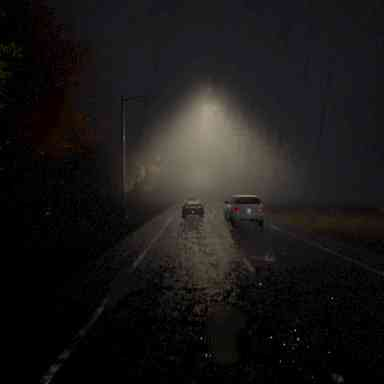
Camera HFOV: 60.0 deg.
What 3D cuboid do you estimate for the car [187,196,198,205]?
[{"bbox_3d":[0.068,1.542,60.879,1.994,1.385,4.181,0,0,0],"label":"car"}]

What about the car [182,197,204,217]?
[{"bbox_3d":[0.084,1.488,30.713,2.128,1.511,4.902,0,0,0],"label":"car"}]

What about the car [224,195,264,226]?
[{"bbox_3d":[3.585,1.224,23.548,2.150,2.045,5.566,0,0,0],"label":"car"}]
